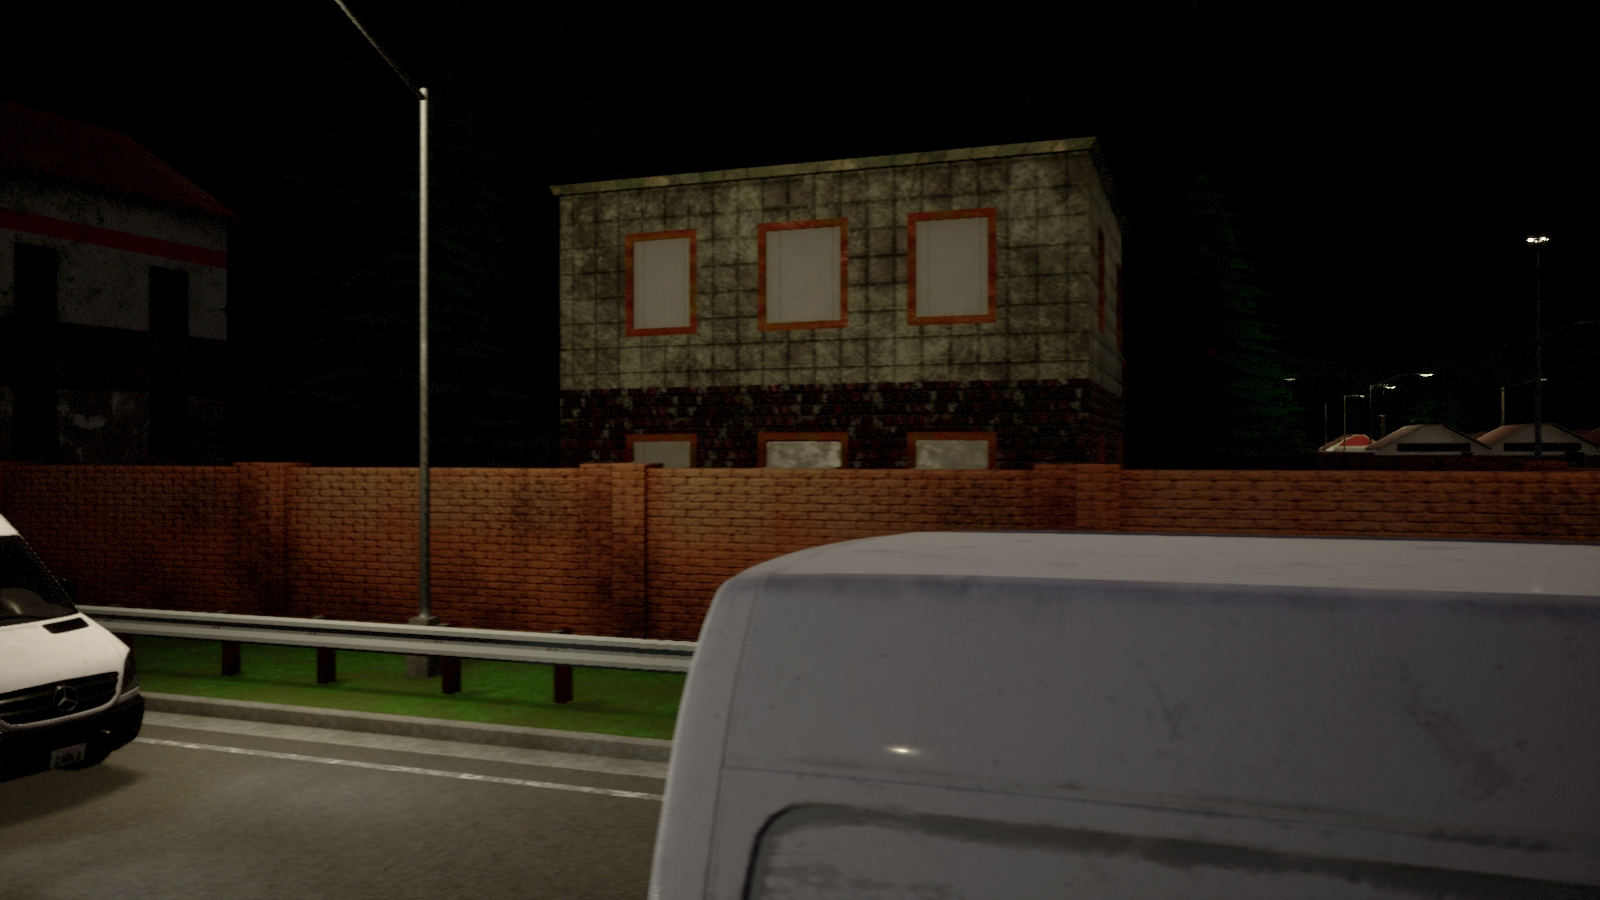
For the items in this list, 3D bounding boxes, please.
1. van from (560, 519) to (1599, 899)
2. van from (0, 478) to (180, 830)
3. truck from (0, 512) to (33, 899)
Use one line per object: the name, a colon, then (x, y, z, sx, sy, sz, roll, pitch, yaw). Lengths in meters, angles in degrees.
van: (2.621, 1.533, 2.323, 5.915, 2.561, 1.988, 0, 0, 20)
van: (-8.520, 1.548, 9.993, 5.915, 2.561, 1.988, 0, 0, 20)
truck: (-6.987, 1.581, 5.731, 5.204, 2.467, 2.627, 0, 0, 20)
